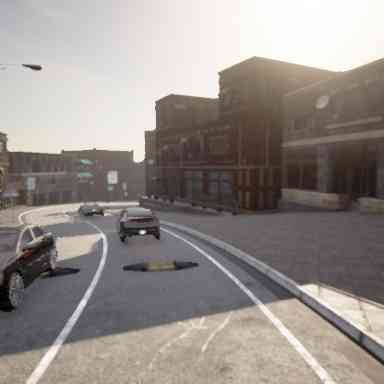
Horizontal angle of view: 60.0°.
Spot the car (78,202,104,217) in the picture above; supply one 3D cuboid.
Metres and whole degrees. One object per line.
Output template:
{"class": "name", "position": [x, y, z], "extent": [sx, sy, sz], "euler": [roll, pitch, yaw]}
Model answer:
{"class": "car", "position": [-10.303, 1.743, 33.762], "extent": [1.994, 1.385, 4.181], "euler": [-3, 0, -27]}

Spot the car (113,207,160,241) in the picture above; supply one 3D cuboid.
{"class": "car", "position": [-2.832, 1.524, 16.936], "extent": [1.837, 1.490, 4.892], "euler": [-1, 0, -16]}

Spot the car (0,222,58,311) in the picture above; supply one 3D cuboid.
{"class": "car", "position": [-4.535, 1.536, 7.758], "extent": [2.128, 1.511, 4.902], "euler": [-2, 1, -9]}
